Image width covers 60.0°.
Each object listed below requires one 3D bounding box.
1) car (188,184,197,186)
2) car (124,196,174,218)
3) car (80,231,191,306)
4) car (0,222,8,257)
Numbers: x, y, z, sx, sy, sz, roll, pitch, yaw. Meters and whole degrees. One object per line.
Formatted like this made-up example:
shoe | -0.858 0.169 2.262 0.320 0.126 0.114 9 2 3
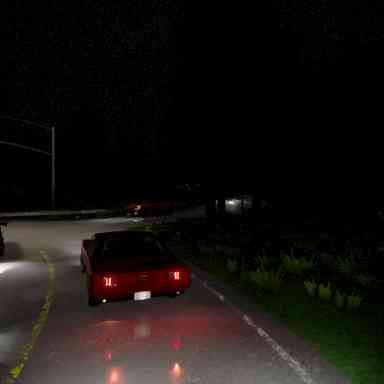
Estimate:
car | 0.142 -1.820 70.088 2.128 1.511 4.902 0 5 -1
car | -3.739 1.238 29.285 2.097 1.767 4.553 0 2 44
car | -1.678 1.601 8.145 1.895 1.301 4.718 0 0 -21
car | -8.087 1.508 12.310 1.837 1.490 4.892 -1 0 -32
